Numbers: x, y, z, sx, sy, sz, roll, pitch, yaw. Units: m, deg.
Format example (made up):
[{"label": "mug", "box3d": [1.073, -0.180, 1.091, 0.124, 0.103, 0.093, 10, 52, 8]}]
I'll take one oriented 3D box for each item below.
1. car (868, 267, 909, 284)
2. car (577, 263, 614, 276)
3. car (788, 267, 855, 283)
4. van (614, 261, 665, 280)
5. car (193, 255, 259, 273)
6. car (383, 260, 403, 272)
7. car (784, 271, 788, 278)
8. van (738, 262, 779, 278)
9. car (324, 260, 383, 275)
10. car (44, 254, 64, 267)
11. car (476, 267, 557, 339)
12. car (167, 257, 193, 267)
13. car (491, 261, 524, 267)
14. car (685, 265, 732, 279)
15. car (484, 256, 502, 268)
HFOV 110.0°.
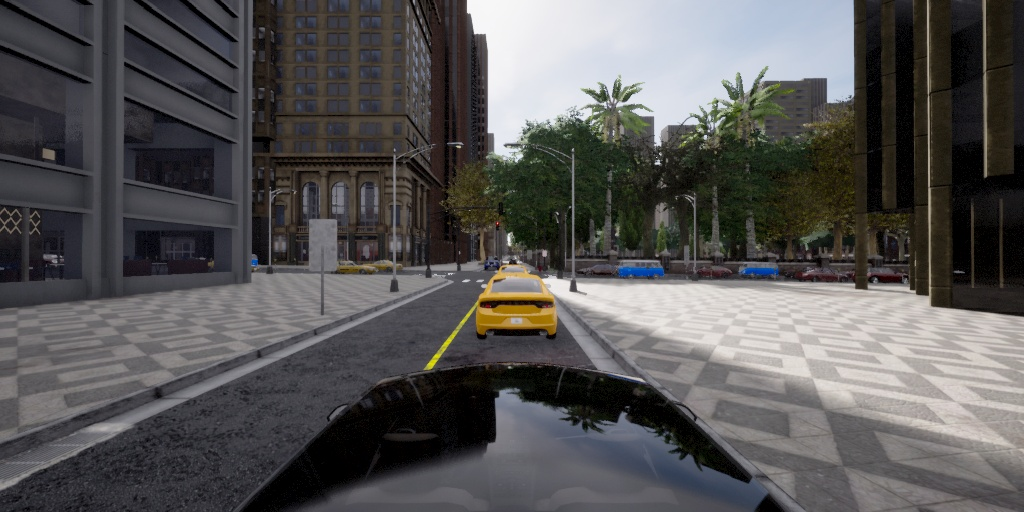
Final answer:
[{"label": "car", "box3d": [34.037, 1.778, 33.027, 4.097, 1.591, 1.967, 0, 0, 0]}, {"label": "car", "box3d": [9.820, 1.520, 39.096, 5.357, 1.411, 2.033, 1, 0, 2]}, {"label": "car", "box3d": [28.513, 1.830, 33.061, 4.207, 1.307, 1.802, 0, 0, 0]}, {"label": "van", "box3d": [11.943, 1.315, 33.165, 3.998, 1.789, 1.690, 0, 0, 0]}, {"label": "car", "box3d": [-26.314, 0.868, 33.404, 4.829, 1.417, 1.751, 0, 0, 0]}, {"label": "car", "box3d": [-15.270, 1.102, 41.860, 4.829, 1.417, 1.751, 0, 0, 0]}, {"label": "car", "box3d": [33.001, 1.902, 38.889, 5.357, 1.411, 2.033, 1, 0, 1]}, {"label": "van", "box3d": [28.555, 1.637, 41.587, 3.998, 1.789, 1.690, 0, 0, 0]}, {"label": "car", "box3d": [-14.974, 1.053, 33.333, 4.829, 1.417, 1.751, 0, 0, 0]}, {"label": "car", "box3d": [-43.496, 0.509, 33.511, 4.097, 1.591, 1.967, 0, 0, 0]}, {"label": "car", "box3d": [0.112, 1.230, 10.116, 1.882, 1.535, 5.008, 0, 0, 0]}, {"label": "car", "box3d": [-37.780, 0.775, 42.001, 4.313, 1.339, 1.948, 0, 0, 0]}, {"label": "car", "box3d": [0.043, 1.235, 20.177, 1.882, 1.535, 5.008, 0, 0, 0]}, {"label": "car", "box3d": [21.334, 1.688, 38.970, 4.674, 1.442, 1.812, 1, 0, 0]}, {"label": "car", "box3d": [-2.973, 1.036, 54.571, 2.150, 2.045, 5.566, 0, 0, 0]}]
